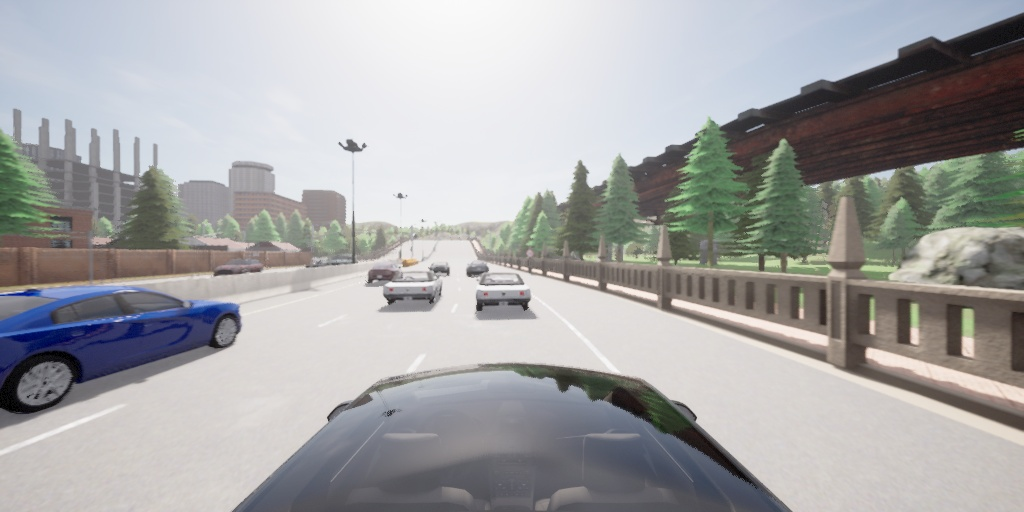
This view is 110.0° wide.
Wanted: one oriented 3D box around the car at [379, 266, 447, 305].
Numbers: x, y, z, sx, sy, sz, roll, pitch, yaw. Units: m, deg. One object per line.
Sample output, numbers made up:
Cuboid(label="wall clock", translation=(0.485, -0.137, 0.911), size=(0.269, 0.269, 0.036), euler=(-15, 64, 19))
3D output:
Cuboid(label="car", translation=(-4.148, 1.290, 15.741), size=(1.895, 1.301, 4.718), euler=(0, 0, -6))

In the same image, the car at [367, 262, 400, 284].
Cuboid(label="car", translation=(-9.084, 1.180, 25.874), size=(1.812, 1.442, 4.674), euler=(0, 0, -9))

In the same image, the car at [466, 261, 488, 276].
Cuboid(label="car", translation=(-3.242, 1.140, 33.727), size=(1.994, 1.385, 4.181), euler=(0, 0, -9))

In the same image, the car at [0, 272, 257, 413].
Cuboid(label="car", translation=(-7.031, 1.240, 6.081), size=(1.882, 1.535, 5.008), euler=(0, 1, -1))

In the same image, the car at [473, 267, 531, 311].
Cuboid(label="car", translation=(-0.478, 1.279, 14.168), size=(1.895, 1.301, 4.718), euler=(0, 0, -5))

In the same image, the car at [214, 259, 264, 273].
Cuboid(label="car", translation=(-24.460, 1.051, 32.290), size=(2.097, 1.767, 4.553), euler=(0, 1, -9))

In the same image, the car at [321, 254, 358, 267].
Cuboid(label="car", translation=(-18.457, 0.851, 39.064), size=(2.150, 2.045, 5.566), euler=(0, 0, -9))

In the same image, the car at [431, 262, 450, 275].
Cuboid(label="car", translation=(-6.981, 1.190, 35.004), size=(1.895, 1.301, 4.718), euler=(0, 0, -9))

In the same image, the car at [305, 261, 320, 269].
Cuboid(label="car", translation=(-22.502, 1.230, 42.274), size=(1.895, 1.301, 4.718), euler=(0, 0, -9))
